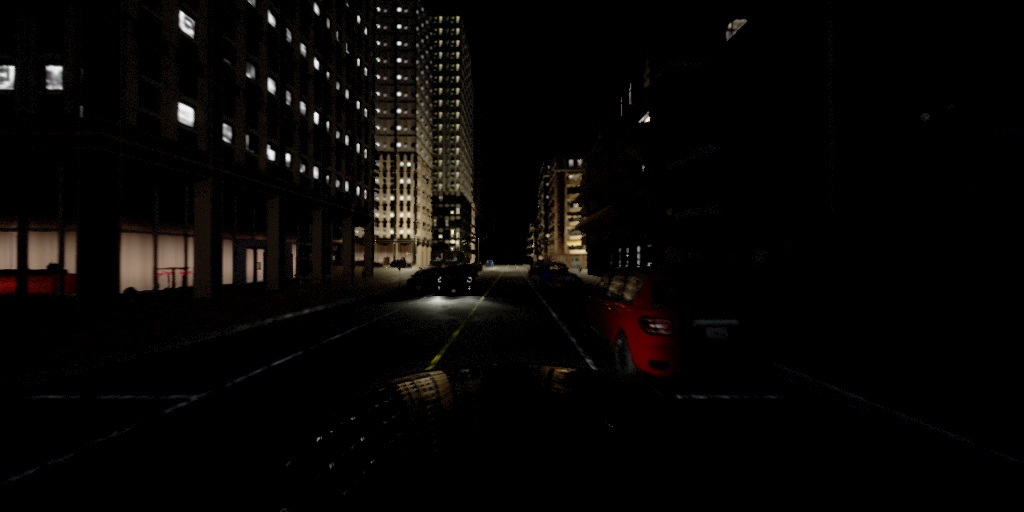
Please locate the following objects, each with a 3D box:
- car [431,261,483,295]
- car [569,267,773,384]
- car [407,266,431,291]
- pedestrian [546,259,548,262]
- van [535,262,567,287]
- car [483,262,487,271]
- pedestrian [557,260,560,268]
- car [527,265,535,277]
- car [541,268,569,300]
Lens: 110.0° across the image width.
[{"bbox_3d":[-3.091,1.286,21.274,2.097,1.767,4.553,0,-1,0],"label":"car"},{"bbox_3d":[2.693,1.114,7.091,2.192,1.841,5.009,0,0,0],"label":"car"},{"bbox_3d":[-5.680,1.526,24.039,1.948,1.339,4.313,0,0,0],"label":"car"},{"bbox_3d":[6.162,1.484,63.269,0.375,1.860,0.375,0,0,0],"label":"pedestrian"},{"bbox_3d":[2.700,1.300,24.036,1.690,1.789,3.998,0,0,0],"label":"van"},{"bbox_3d":[-5.666,1.731,57.929,1.967,1.591,4.097,0,0,0],"label":"car"},{"bbox_3d":[8.161,1.668,62.667,0.375,1.860,0.375,0,0,0],"label":"pedestrian"},{"bbox_3d":[2.708,1.673,40.980,2.007,1.370,4.403,0,0,0],"label":"car"},{"bbox_3d":[2.698,1.487,18.387,1.802,1.307,4.207,0,0,0],"label":"car"}]
